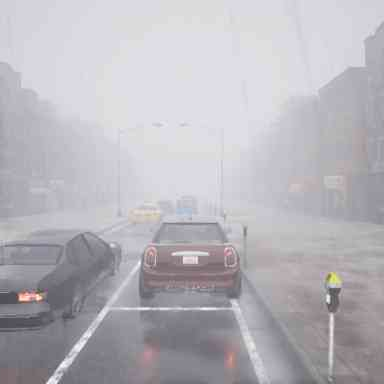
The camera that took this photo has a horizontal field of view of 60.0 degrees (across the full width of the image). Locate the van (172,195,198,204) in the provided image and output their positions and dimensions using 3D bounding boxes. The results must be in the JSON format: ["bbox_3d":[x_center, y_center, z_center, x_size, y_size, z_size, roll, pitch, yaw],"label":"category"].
[{"bbox_3d":[-0.402,1.332,25.542,1.690,1.788,3.998,-1,0,0],"label":"van"}]

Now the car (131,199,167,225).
[{"bbox_3d":[-3.019,1.448,23.277,1.801,1.575,5.366,0,0,0],"label":"car"}]

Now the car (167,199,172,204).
[{"bbox_3d":[-2.921,1.478,36.533,2.128,1.511,4.902,0,0,0],"label":"car"}]

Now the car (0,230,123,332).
[{"bbox_3d":[-2.921,1.545,7.226,2.033,1.411,5.357,0,0,0],"label":"car"}]

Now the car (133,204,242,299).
[{"bbox_3d":[-0.032,1.349,8.622,2.097,1.767,4.553,0,0,0],"label":"car"}]

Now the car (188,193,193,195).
[{"bbox_3d":[-0.402,1.302,36.607,2.192,1.841,5.009,-1,0,0],"label":"car"}]

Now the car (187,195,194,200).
[{"bbox_3d":[-0.393,1.543,91.932,1.947,1.339,4.313,-1,0,0],"label":"car"}]

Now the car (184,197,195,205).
[{"bbox_3d":[-0.395,1.563,58.737,1.802,1.307,4.206,-1,0,0],"label":"car"}]

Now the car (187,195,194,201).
[{"bbox_3d":[-0.393,1.543,86.399,1.947,1.339,4.313,-1,0,0],"label":"car"}]
